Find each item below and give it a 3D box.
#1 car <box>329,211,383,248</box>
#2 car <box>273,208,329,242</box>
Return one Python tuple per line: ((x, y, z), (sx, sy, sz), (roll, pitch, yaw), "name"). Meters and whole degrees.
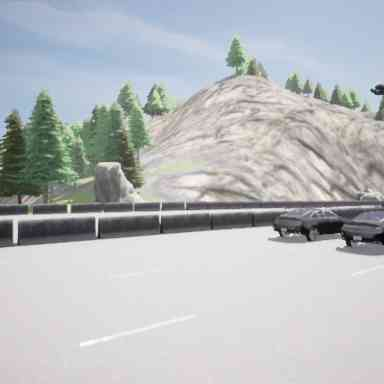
((8.288, 1.576, 14.080), (4.902, 1.511, 2.128), (1, 0, -35), "car")
((6.255, 1.575, 16.929), (4.902, 1.511, 2.128), (1, 0, -35), "car")
